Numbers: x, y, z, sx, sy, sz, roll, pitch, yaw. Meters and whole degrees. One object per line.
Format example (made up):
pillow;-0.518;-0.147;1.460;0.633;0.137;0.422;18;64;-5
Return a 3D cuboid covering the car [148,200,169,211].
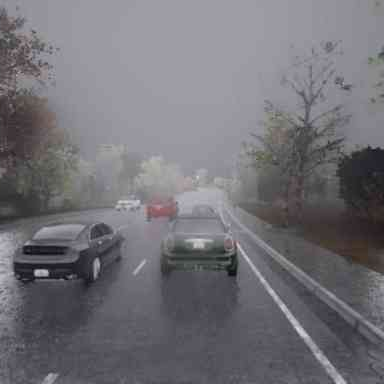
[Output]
car;-4.782;1.873;48.351;2.033;1.411;5.357;0;0;5

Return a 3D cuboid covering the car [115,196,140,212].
car;-8.577;1.522;44.963;2.150;2.045;5.566;0;0;5

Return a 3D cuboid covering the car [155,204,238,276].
car;0.245;1.425;10.750;2.097;1.767;4.553;0;0;2

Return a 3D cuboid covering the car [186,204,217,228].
car;0.789;1.717;24.957;2.033;1.411;5.357;0;0;3

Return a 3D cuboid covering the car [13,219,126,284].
car;-3.286;1.572;9.839;1.837;1.490;4.892;0;0;2

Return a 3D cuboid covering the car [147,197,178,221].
car;-2.475;1.416;28.961;2.150;2.045;5.566;0;-1;4
